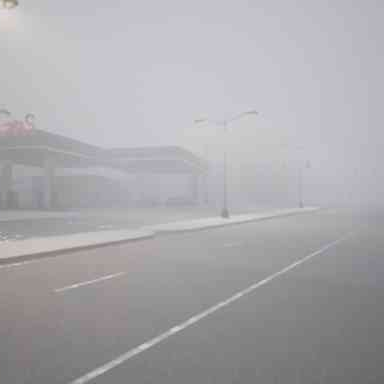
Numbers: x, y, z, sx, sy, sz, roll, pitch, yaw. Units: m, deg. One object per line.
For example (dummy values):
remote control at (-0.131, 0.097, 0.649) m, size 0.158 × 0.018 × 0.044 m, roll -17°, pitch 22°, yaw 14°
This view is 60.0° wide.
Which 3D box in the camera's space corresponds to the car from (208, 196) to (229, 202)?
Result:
car at (5.772, 1.490, 72.258) m, size 4.674 × 1.442 × 1.812 m, roll 0°, pitch 0°, yaw 34°

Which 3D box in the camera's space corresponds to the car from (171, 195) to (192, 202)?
car at (-2.465, 1.456, 77.887) m, size 4.892 × 1.490 × 1.837 m, roll 0°, pitch 0°, yaw 34°

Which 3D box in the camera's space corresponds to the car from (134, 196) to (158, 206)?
car at (-7.131, 1.423, 51.473) m, size 1.970 × 1.475 × 3.806 m, roll 0°, pitch 0°, yaw 36°

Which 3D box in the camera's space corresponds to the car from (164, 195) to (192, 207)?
car at (-2.001, 1.267, 48.778) m, size 2.242 × 1.667 × 4.611 m, roll 0°, pitch 0°, yaw 36°
